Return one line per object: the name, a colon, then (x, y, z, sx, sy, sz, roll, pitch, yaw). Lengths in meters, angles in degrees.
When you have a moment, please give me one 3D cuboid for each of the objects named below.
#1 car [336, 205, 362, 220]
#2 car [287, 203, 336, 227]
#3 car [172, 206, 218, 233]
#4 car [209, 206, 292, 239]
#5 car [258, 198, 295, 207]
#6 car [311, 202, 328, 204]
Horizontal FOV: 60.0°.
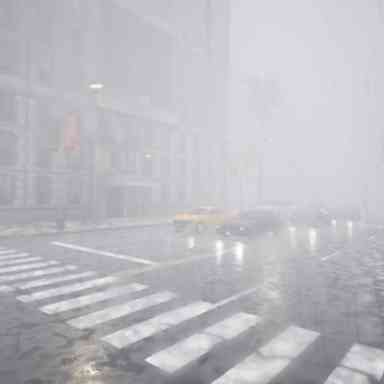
car: (15.826, 2.052, 33.851, 1.812, 1.442, 4.674, 0, -1, 40)
car: (9.496, 1.892, 26.254, 1.812, 1.442, 4.674, 0, -1, 40)
car: (0.813, 1.670, 21.195, 1.882, 1.535, 5.008, 0, -1, 39)
car: (3.510, 1.762, 18.971, 2.033, 1.411, 5.357, 0, -1, 39)
car: (7.275, 1.578, 29.063, 2.150, 2.045, 5.566, 0, -1, 40)
car: (13.886, 1.876, 36.990, 2.097, 1.767, 4.553, 0, -1, 40)
